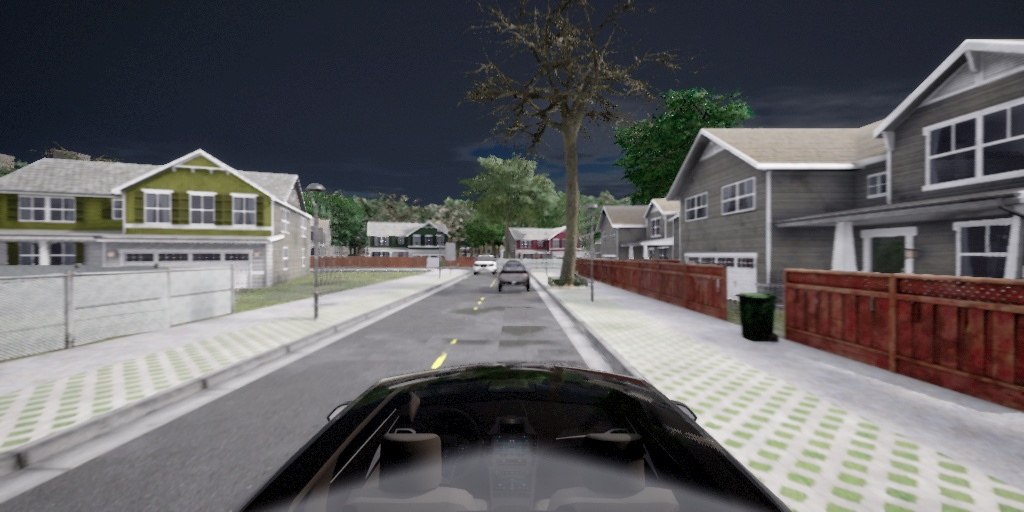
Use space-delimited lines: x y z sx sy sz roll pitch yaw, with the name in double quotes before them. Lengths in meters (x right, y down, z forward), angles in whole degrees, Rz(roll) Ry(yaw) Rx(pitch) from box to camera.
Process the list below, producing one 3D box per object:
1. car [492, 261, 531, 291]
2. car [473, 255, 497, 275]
"car" 0.111 1.211 21.709 2.128 1.511 4.902 0 0 0
"car" -2.754 0.909 37.748 2.150 2.045 5.566 0 0 0
